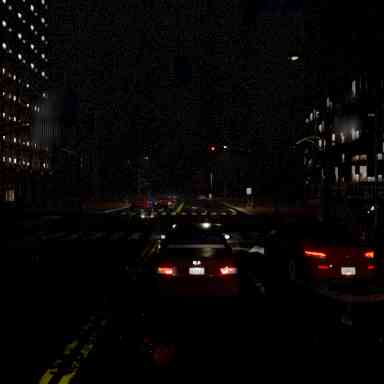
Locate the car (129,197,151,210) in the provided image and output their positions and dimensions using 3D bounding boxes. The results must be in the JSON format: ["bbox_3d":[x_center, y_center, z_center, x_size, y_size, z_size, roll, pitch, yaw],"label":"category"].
[{"bbox_3d":[-6.651,1.443,42.198,1.882,1.535,5.008,0,0,0],"label":"car"}]

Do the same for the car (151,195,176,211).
[{"bbox_3d":[-3.396,1.320,40.576,2.097,1.767,4.553,0,0,0],"label":"car"}]

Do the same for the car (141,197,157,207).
[{"bbox_3d":[-6.662,1.471,52.119,1.812,1.442,4.674,0,0,0],"label":"car"}]

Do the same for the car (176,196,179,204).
[{"bbox_3d":[-3.406,1.456,49.468,1.837,1.490,4.892,0,0,0],"label":"car"}]

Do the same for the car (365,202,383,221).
[{"bbox_3d":[16.990,1.280,26.660,5.566,2.045,2.150,0,0,3],"label":"car"}]

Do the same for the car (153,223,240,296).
[{"bbox_3d":[0.089,1.544,8.824,2.033,1.411,5.357,0,0,0],"label":"car"}]

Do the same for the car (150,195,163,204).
[{"bbox_3d":[-6.664,1.428,62.483,1.837,1.490,4.892,0,0,0],"label":"car"}]

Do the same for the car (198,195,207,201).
[{"bbox_3d":[2.542,1.393,82.803,1.812,1.442,4.674,0,0,-4],"label":"car"}]

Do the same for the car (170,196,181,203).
[{"bbox_3d":[-3.422,1.473,69.121,1.994,1.385,4.181,0,0,-1],"label":"car"}]

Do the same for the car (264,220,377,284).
[{"bbox_3d":[3.338,1.522,9.408,1.812,1.442,4.674,0,0,0],"label":"car"}]
